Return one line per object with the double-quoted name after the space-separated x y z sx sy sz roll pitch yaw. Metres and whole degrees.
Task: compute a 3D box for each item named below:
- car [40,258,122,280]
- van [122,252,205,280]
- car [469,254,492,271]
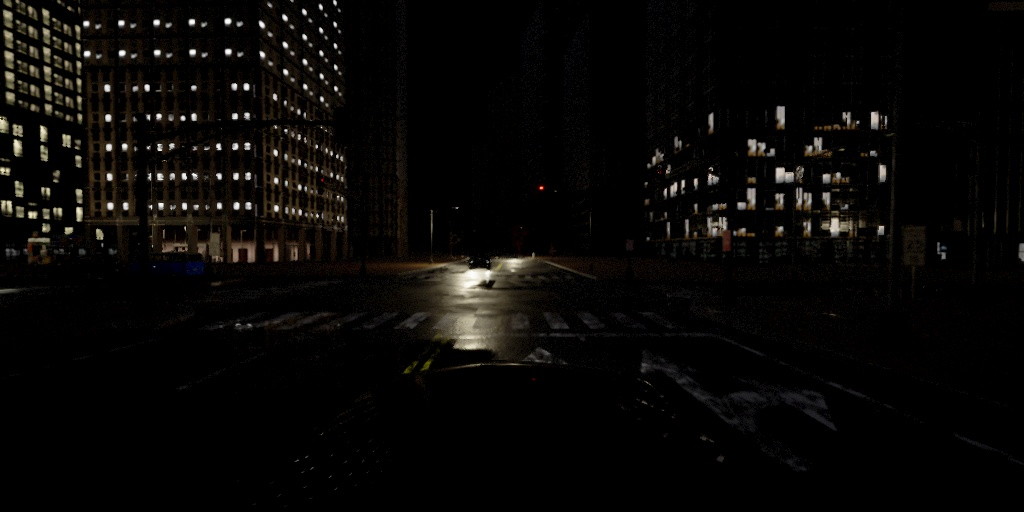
-28.200 0.826 23.652 4.507 1.381 1.888 0 0 1 "car"
-22.662 0.648 23.607 3.998 1.789 1.690 0 0 1 "van"
-3.261 0.553 37.588 2.097 1.767 4.553 0 0 0 "car"
